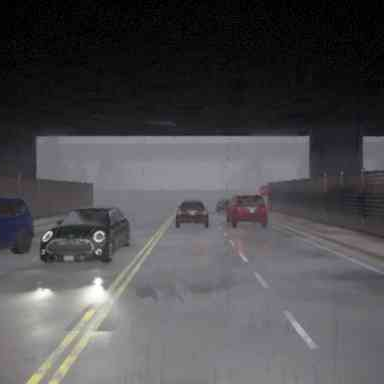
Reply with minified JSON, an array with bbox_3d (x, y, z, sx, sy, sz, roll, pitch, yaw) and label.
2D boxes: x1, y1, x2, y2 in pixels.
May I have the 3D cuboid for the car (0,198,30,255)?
[{"bbox_3d":[-7.016,1.210,10.326,2.150,2.045,5.566,0,0,0],"label":"car"}]

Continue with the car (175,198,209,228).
[{"bbox_3d":[0.033,1.316,22.286,2.097,1.767,4.553,0,0,0],"label":"car"}]

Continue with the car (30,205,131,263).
[{"bbox_3d":[-3.566,1.334,11.907,2.097,1.767,4.553,0,0,0],"label":"car"}]

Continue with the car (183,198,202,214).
[{"bbox_3d":[0.067,1.422,35.669,1.882,1.535,5.008,0,0,0],"label":"car"}]

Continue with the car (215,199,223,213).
[{"bbox_3d":[3.571,1.469,36.006,1.812,1.442,4.674,0,0,0],"label":"car"}]

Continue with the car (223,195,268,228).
[{"bbox_3d":[3.537,1.187,22.150,2.150,2.045,5.566,0,0,0],"label":"car"}]
